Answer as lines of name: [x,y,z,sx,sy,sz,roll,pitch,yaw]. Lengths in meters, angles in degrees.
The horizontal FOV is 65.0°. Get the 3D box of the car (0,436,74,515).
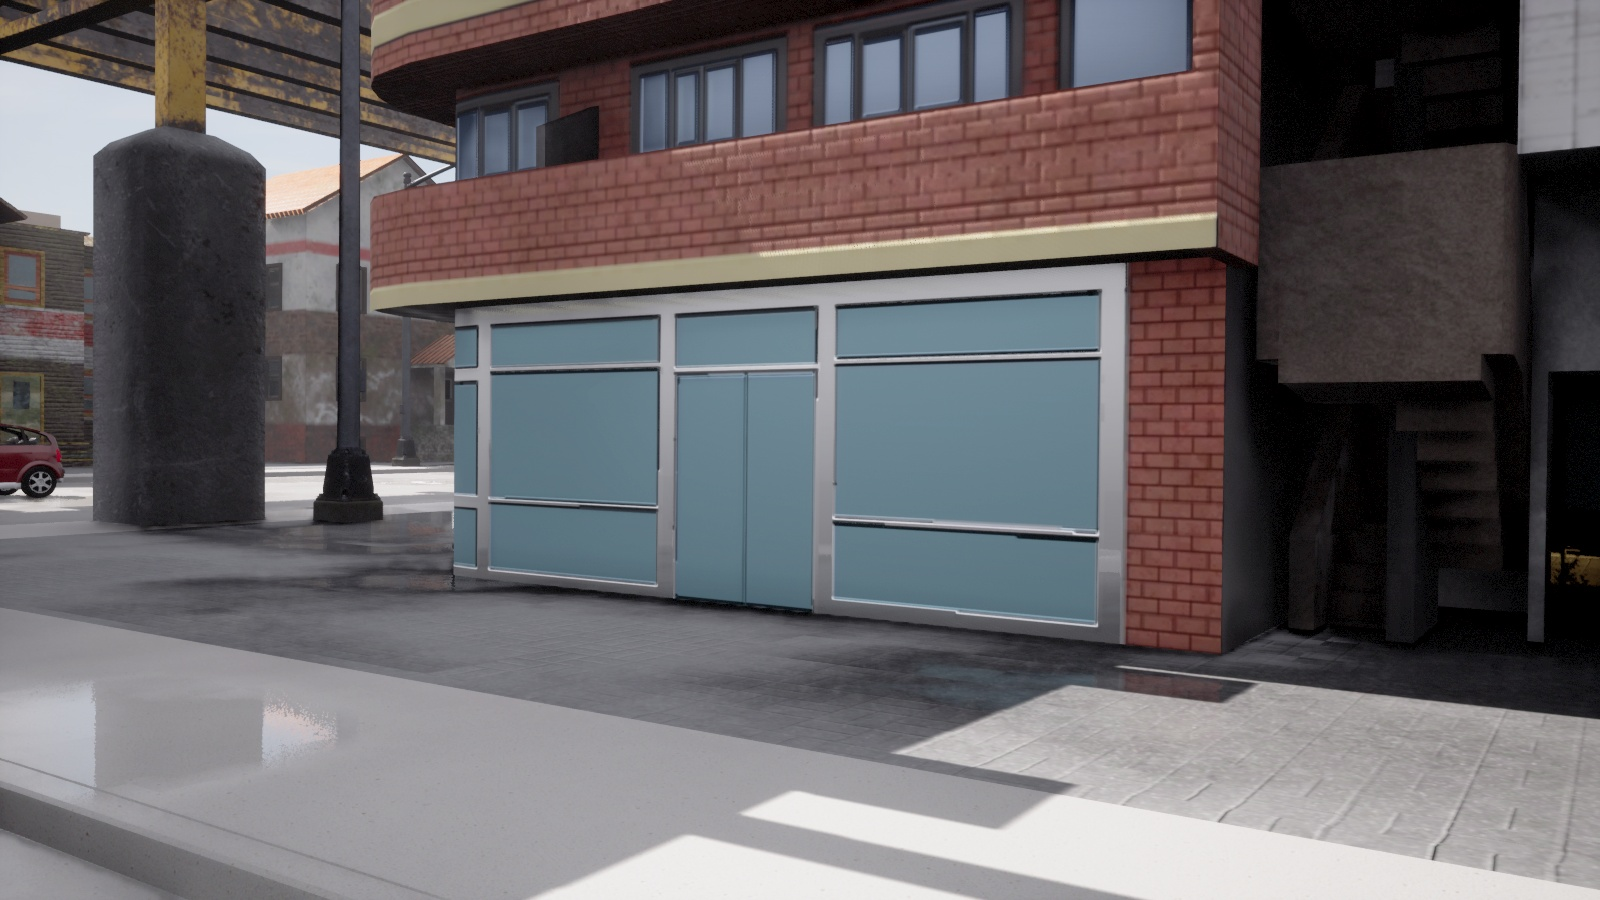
car: [-16.831,0.521,24.977,1.789,1.549,3.705,0,1,33]
